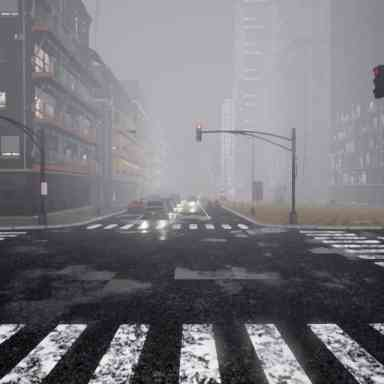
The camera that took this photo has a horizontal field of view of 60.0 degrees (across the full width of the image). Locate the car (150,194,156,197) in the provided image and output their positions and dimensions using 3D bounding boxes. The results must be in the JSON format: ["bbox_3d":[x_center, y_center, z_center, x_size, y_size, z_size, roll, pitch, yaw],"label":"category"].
[{"bbox_3d":[-5.755,1.436,40.969,1.967,1.590,4.097,-1,0,0],"label":"car"}]

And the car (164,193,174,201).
[{"bbox_3d":[-5.815,1.321,86.161,2.192,1.841,5.009,-1,0,0],"label":"car"}]

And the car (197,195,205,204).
[{"bbox_3d":[2.565,1.551,63.633,2.008,1.369,4.403,-1,0,0],"label":"car"}]

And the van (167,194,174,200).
[{"bbox_3d":[-5.822,1.350,91.809,1.690,1.788,3.998,-1,0,0],"label":"van"}]

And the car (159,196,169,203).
[{"bbox_3d":[-5.789,1.583,69.214,1.802,1.307,4.206,-1,0,0],"label":"car"}]

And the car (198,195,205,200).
[{"bbox_3d":[2.527,1.534,92.049,1.752,1.417,4.829,-1,0,0],"label":"car"}]

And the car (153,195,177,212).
[{"bbox_3d":[-3.145,1.473,38.840,1.882,1.535,5.008,0,0,0],"label":"car"}]

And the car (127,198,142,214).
[{"bbox_3d":[-5.746,1.540,35.320,1.887,1.381,4.507,-1,0,0],"label":"car"}]

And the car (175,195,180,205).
[{"bbox_3d":[-3.152,1.522,48.723,1.812,1.442,4.674,0,0,0],"label":"car"}]

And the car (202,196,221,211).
[{"bbox_3d":[2.594,1.540,41.038,1.887,1.381,4.507,-1,0,0],"label":"car"}]

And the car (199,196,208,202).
[{"bbox_3d":[2.550,1.547,74.931,1.887,1.381,4.507,-1,0,0],"label":"car"}]

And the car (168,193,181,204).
[{"bbox_3d":[-3.115,1.220,59.280,2.150,2.045,5.566,0,0,1],"label":"car"}]

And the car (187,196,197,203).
[{"bbox_3d":[0.012,1.479,69.752,1.882,1.535,5.008,0,0,0],"label":"car"}]

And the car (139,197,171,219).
[{"bbox_3d":[-3.136,1.500,29.293,1.837,1.490,4.892,0,0,0],"label":"car"}]
